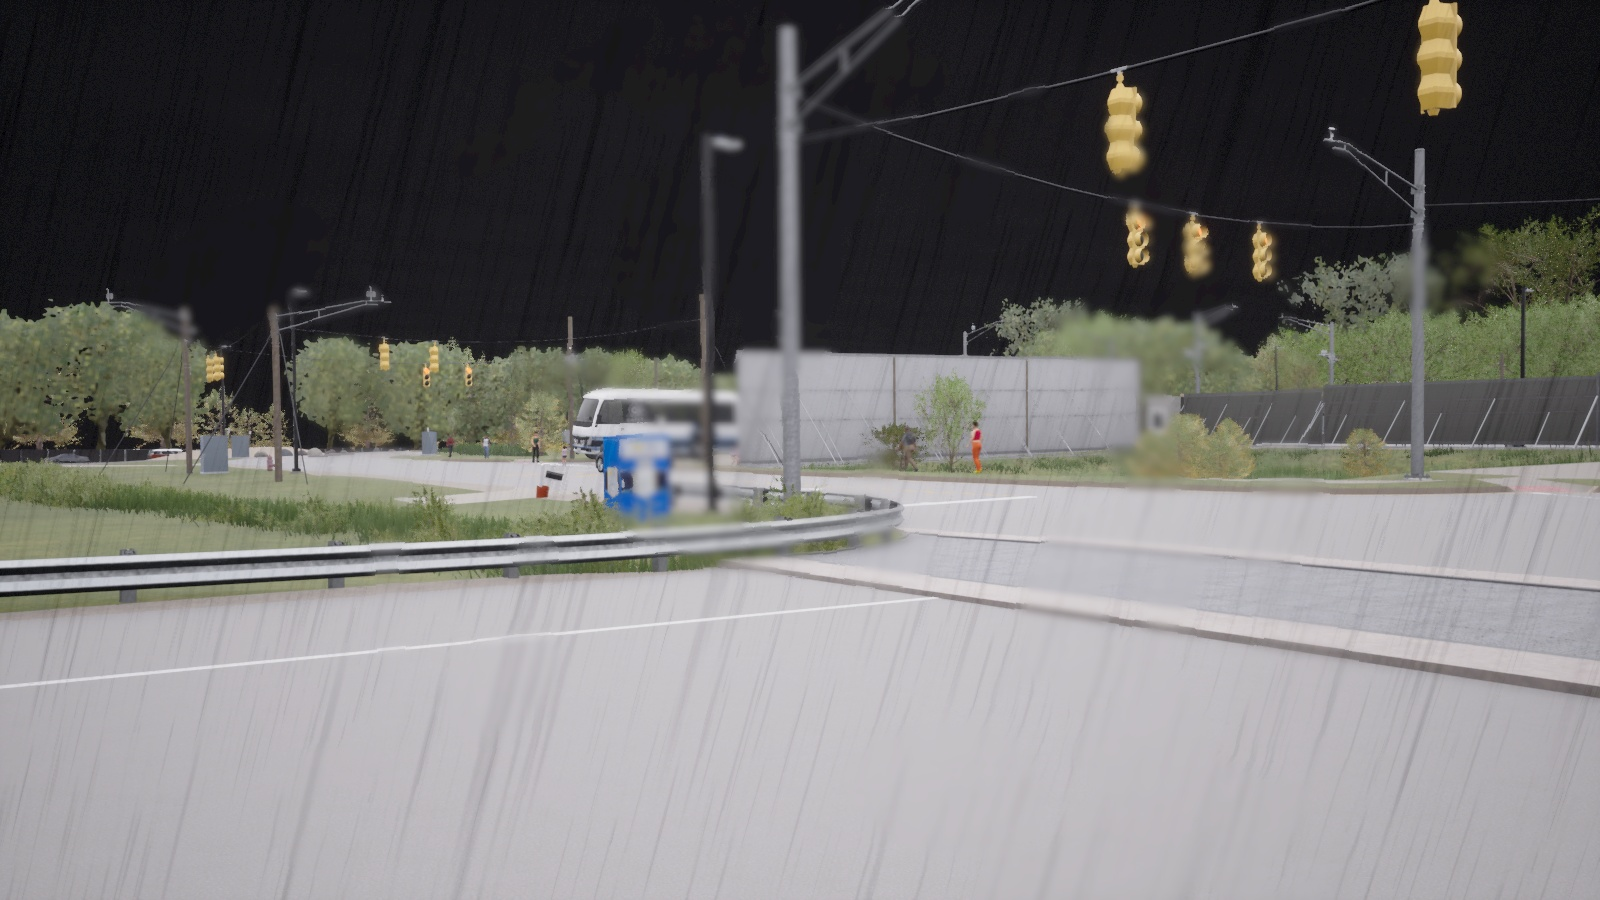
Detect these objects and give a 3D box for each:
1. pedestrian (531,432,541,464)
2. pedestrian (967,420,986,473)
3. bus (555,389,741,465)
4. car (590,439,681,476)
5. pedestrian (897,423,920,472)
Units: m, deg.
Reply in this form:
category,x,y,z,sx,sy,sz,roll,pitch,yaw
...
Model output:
category,x,y,z,sx,sy,sz,roll,pitch,yaw
pedestrian,-15.248,-0.112,72.566,0.345,1.836,0.594,-2,2,-35
pedestrian,6.174,-0.139,43.910,0.345,1.836,0.594,-2,2,-37
bus,-9.109,-1.403,75.540,10.273,4.253,3.944,0,3,-29
car,-7.141,0.280,54.109,1.837,1.490,4.892,-2,2,-35
pedestrian,4.188,-0.091,48.377,0.540,1.848,0.694,-2,2,-36
